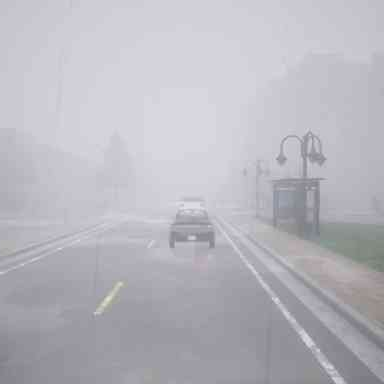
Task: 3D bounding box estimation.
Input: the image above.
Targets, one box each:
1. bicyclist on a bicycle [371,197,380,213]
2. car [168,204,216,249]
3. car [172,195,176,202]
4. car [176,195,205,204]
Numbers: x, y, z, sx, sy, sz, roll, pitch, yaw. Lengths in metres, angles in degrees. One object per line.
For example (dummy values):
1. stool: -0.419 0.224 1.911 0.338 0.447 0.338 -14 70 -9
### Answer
1. bicyclist on a bicycle: 18.286 1.284 33.207 0.582 1.620 1.656 0 0 1
2. car: 0.000 1.494 14.650 2.128 1.511 4.902 0 0 0
3. car: -3.500 1.508 76.203 2.128 1.511 4.902 0 0 0
4. car: 0.000 1.257 29.680 2.150 2.045 5.566 0 0 0
